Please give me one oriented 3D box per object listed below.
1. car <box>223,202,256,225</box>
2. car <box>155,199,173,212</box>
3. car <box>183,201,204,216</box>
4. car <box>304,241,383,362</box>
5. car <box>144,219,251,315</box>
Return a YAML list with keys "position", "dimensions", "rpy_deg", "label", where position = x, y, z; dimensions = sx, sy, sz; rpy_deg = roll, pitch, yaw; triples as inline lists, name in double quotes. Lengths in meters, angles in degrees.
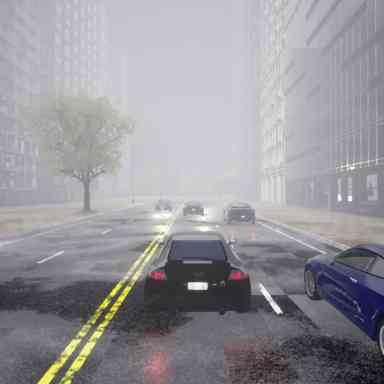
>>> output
- position: [3.382, 1.486, 24.454]
  dimensions: [1.882, 1.535, 5.008]
  rpy_deg: [0, 0, 0]
  label: "car"
- position: [-3.199, 1.527, 38.491]
  dimensions: [2.128, 1.511, 4.902]
  rpy_deg: [0, 0, 0]
  label: "car"
- position: [0.144, 1.575, 32.260]
  dimensions: [1.994, 1.385, 4.181]
  rpy_deg: [0, 0, 0]
  label: "car"
- position: [3.355, 1.527, 5.394]
  dimensions: [1.812, 1.442, 4.674]
  rpy_deg: [0, 0, 0]
  label: "car"
- position: [0.107, 1.566, 7.658]
  dimensions: [1.994, 1.385, 4.181]
  rpy_deg: [0, 0, 0]
  label: "car"
